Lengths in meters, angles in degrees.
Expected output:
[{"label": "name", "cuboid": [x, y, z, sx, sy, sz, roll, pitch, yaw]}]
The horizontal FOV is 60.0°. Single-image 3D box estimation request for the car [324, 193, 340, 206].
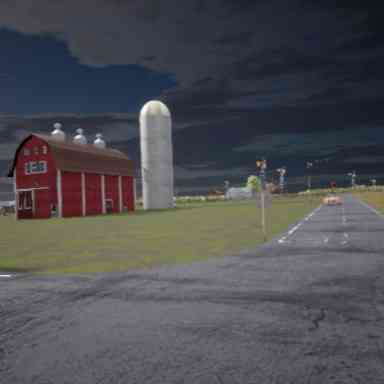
[{"label": "car", "cuboid": [20.325, 1.010, 48.258, 2.097, 1.767, 4.553, -3, -1, 24]}]
